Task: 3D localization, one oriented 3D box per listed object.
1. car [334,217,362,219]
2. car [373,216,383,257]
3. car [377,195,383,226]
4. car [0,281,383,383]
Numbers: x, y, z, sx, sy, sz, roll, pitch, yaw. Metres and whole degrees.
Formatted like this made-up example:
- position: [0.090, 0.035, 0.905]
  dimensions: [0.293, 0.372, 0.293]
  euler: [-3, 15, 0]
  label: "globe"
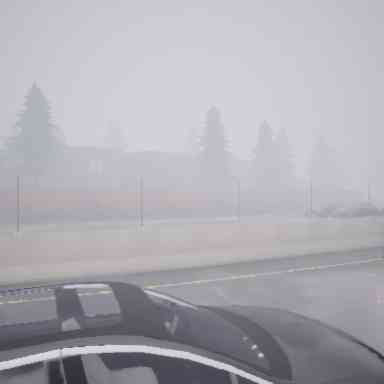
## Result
- position: [12.410, 1.507, 25.050]
  dimensions: [4.674, 1.442, 1.812]
  euler: [0, 0, -34]
  label: "car"
- position: [7.740, 1.517, 9.940]
  dimensions: [4.674, 1.442, 1.812]
  euler: [0, 0, -26]
  label: "car"
- position: [15.100, 1.203, 22.620]
  dimensions: [5.566, 2.045, 2.150]
  euler: [0, 0, -35]
  label: "car"
- position: [-0.640, 1.491, 2.385]
  dimensions: [4.902, 1.511, 2.128]
  euler: [0, 0, -20]
  label: "car"
